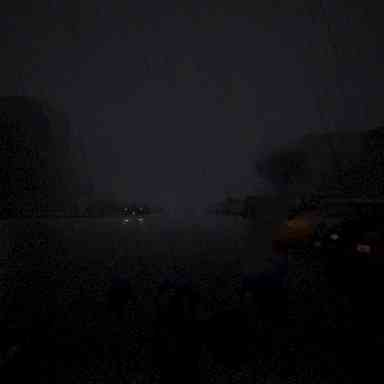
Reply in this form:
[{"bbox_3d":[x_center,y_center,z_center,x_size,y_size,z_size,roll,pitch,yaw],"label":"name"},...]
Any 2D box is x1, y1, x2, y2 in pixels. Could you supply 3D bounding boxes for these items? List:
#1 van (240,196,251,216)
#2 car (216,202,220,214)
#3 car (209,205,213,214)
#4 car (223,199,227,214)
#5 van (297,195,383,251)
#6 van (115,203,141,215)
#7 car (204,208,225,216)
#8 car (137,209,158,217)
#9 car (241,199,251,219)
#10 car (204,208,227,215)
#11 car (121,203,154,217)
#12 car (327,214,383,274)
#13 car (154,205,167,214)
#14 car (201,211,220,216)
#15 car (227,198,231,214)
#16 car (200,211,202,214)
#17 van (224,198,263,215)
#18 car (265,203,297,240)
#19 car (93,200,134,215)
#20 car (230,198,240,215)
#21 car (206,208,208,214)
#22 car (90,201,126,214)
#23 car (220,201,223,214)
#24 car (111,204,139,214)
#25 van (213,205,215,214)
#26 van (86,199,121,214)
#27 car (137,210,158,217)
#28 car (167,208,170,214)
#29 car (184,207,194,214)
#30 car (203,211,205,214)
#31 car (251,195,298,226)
[{"bbox_3d":[6.461,1.261,26.667,4.442,1.987,1.878,1,-2,-20],"label":"van"},{"bbox_3d":[6.172,2.197,44.154,4.792,1.488,2.163,2,-4,-21],"label":"car"},{"bbox_3d":[6.055,2.936,55.874,5.008,1.535,2.097,2,-4,-21],"label":"car"},{"bbox_3d":[6.292,1.736,35.390,4.892,1.521,2.231,2,-3,-20],"label":"car"},{"bbox_3d":[6.303,1.209,11.915,4.442,1.987,1.878,1,1,-20],"label":"van"},{"bbox_3d":[-11.743,3.134,61.254,4.442,1.987,1.878,1,-5,-21],"label":"van"},{"bbox_3d":[5.546,4.890,82.198,4.553,1.767,2.185,3,-6,-21],"label":"car"},{"bbox_3d":[-12.541,5.910,94.001,5.566,2.045,2.435,1,-5,-21],"label":"car"},{"bbox_3d":[6.358,1.441,23.700,4.892,1.521,2.231,1,-1,-20],"label":"car"},{"bbox_3d":[5.631,4.760,79.268,5.008,1.535,2.097,3,-6,-21],"label":"car"},{"bbox_3d":[-5.459,1.803,33.875,1.895,1.301,4.718,0,-2,3],"label":"car"},{"bbox_3d":[6.440,1.478,9.039,4.792,1.488,2.163,1,0,-20],"label":"car"},{"bbox_3d":[-5.389,2.761,51.865,1.994,1.385,4.181,0,-4,0],"label":"car"},{"bbox_3d":[5.295,6.087,93.880,4.892,1.521,2.231,3,-6,-21],"label":"car"},{"bbox_3d":[6.481,1.634,32.538,5.366,1.575,1.946,1,-2,-20],"label":"car"},{"bbox_3d":[5.415,5.417,88.039,4.553,1.767,2.185,3,-6,-21],"label":"car"},{"bbox_3d":[6.343,1.783,41.295,4.442,1.987,1.878,2,-4,-21],"label":"van"},{"bbox_3d":[6.229,1.418,14.831,5.366,1.575,1.946,1,0,-20],"label":"car"},{"bbox_3d":[-11.659,2.273,49.283,5.566,2.045,2.435,1,-4,-21],"label":"car"},{"bbox_3d":[6.338,1.550,29.545,4.892,1.521,2.231,1,-2,-20],"label":"car"},{"bbox_3d":[5.906,3.577,64.649,4.892,1.521,2.231,2,-5,-21],"label":"car"},{"bbox_3d":[-11.673,2.203,46.260,4.553,1.767,2.185,0,-4,-21],"label":"car"},{"bbox_3d":[6.267,1.860,38.315,5.008,1.535,2.097,2,-3,-21],"label":"car"},{"bbox_3d":[-11.772,3.015,58.222,4.553,1.767,2.185,1,-4,-21],"label":"car"},{"bbox_3d":[6.200,2.514,53.004,4.442,1.987,1.878,2,-4,-21],"label":"van"},{"bbox_3d":[-11.497,1.921,43.331,4.442,1.987,1.878,1,-3,-21],"label":"van"},{"bbox_3d":[-12.270,5.883,91.077,5.366,1.575,1.946,1,-6,-21],"label":"car"},{"bbox_3d":[-5.570,3.909,68.254,2.128,1.511,4.902,0,-4,-1],"label":"car"},{"bbox_3d":[-0.610,4.041,70.612,1.882,1.535,5.008,0,-5,-1],"label":"car"},{"bbox_3d":[5.839,3.784,70.535,5.566,2.045,2.435,3,-5,-21],"label":"car"},{"bbox_3d":[6.371,1.162,17.821,5.566,2.045,2.435,1,0,-20],"label":"car"}]
